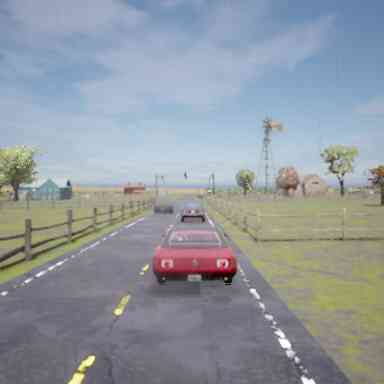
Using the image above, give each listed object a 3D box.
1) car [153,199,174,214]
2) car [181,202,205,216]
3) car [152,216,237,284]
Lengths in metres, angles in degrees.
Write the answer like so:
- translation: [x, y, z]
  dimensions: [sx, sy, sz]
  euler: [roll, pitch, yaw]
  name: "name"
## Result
- translation: [-2.850, 1.439, 34.474]
  dimensions: [1.882, 1.535, 5.008]
  euler: [0, 0, 0]
  name: "car"
- translation: [0.085, 1.516, 26.958]
  dimensions: [2.033, 1.411, 5.357]
  euler: [0, 0, 0]
  name: "car"
- translation: [0.073, 1.588, 9.490]
  dimensions: [1.895, 1.301, 4.718]
  euler: [0, 0, 0]
  name: "car"
